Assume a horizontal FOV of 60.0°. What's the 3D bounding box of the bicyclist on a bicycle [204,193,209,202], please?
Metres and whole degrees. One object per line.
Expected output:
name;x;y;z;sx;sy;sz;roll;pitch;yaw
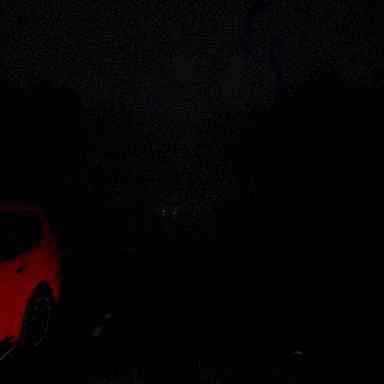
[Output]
bicyclist on a bicycle;2.936;1.104;65.532;0.866;1.612;1.509;2;0;7

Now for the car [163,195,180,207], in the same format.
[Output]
car;-2.700;1.133;44.430;1.837;1.490;4.892;2;0;3

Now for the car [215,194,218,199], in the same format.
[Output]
car;5.638;1.135;87.091;2.033;1.411;5.357;2;0;12

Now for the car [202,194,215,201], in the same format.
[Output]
car;3.443;1.157;75.101;1.837;1.490;4.892;2;0;10

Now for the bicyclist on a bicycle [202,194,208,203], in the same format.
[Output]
bicyclist on a bicycle;2.031;1.144;57.046;0.582;1.620;1.656;2;1;5

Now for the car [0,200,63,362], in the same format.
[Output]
car;-3.062;1.124;2.933;2.150;2.045;5.566;2;0;0
